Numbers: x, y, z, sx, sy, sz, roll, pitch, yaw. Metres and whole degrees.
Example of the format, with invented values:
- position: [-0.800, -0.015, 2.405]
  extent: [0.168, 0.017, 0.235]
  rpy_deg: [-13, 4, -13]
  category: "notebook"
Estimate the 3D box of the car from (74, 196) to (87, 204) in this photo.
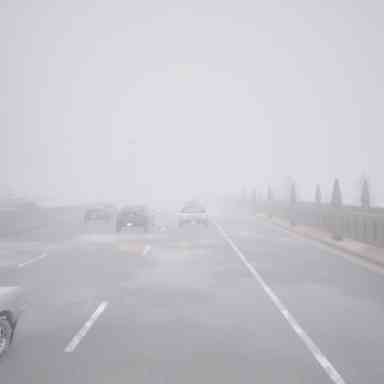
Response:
- position: [-22.688, 1.544, 67.905]
  extent: [2.097, 1.767, 4.553]
  rpy_deg: [0, 0, -10]
  category: "car"

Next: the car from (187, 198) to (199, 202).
- position: [0.074, 1.570, 41.325]
  extent: [1.837, 1.490, 4.892]
  rpy_deg: [0, 0, 0]
  category: "car"

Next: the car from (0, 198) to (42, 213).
- position: [-14.113, 1.533, 27.429]
  extent: [1.837, 1.490, 4.892]
  rpy_deg: [0, 0, 0]
  category: "car"

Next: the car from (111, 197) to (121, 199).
- position: [-15.706, 1.710, 68.647]
  extent: [1.812, 1.442, 4.674]
  rpy_deg: [0, 0, -10]
  category: "car"

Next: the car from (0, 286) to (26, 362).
- position: [-3.403, 1.602, 2.838]
  extent: [1.895, 1.301, 4.718]
  rpy_deg: [0, 0, 0]
  category: "car"

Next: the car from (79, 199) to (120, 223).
- position: [-6.916, 1.551, 25.693]
  extent: [1.812, 1.442, 4.674]
  rpy_deg: [0, 0, 0]
  category: "car"

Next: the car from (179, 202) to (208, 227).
- position: [0.086, 1.622, 23.164]
  extent: [1.895, 1.301, 4.718]
  rpy_deg: [0, 0, 0]
  category: "car"

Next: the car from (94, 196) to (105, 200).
- position: [-20.250, 1.572, 73.005]
  extent: [2.097, 1.767, 4.553]
  rpy_deg: [0, 0, -13]
  category: "car"

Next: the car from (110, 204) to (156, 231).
- position: [-3.414, 1.522, 20.562]
  extent: [1.837, 1.490, 4.892]
  rpy_deg: [0, 0, 0]
  category: "car"
